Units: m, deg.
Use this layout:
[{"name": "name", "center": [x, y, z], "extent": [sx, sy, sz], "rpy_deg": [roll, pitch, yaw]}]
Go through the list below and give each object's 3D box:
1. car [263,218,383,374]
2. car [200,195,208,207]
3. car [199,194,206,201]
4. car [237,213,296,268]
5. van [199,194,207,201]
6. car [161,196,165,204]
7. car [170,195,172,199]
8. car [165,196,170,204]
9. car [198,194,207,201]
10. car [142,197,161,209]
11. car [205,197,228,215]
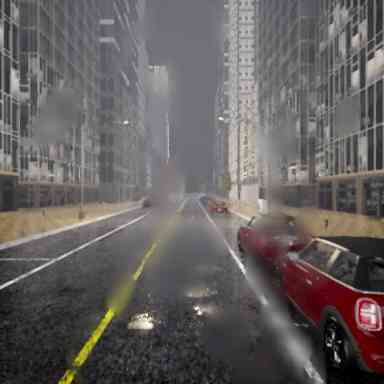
[{"name": "car", "center": [2.690, 1.442, 5.625], "extent": [1.967, 1.590, 4.097], "rpy_deg": [0, 0, 0]}, {"name": "car", "center": [2.681, 1.561, 51.164], "extent": [1.947, 1.339, 4.313], "rpy_deg": [0, 0, 0]}, {"name": "car", "center": [2.679, 1.550, 62.548], "extent": [1.947, 1.339, 4.313], "rpy_deg": [0, 0, 0]}, {"name": "car", "center": [2.689, 1.444, 11.317], "extent": [1.967, 1.590, 4.097], "rpy_deg": [0, 0, 0]}, {"name": "van", "center": [2.676, 1.305, 79.626], "extent": [1.690, 1.788, 3.998], "rpy_deg": [0, 0, 0]}, {"name": "car", "center": [-5.699, 1.577, 51.170], "extent": [1.802, 1.307, 4.206], "rpy_deg": [0, 0, 0]}, {"name": "car", "center": [-5.703, 1.545, 68.247], "extent": [1.947, 1.339, 4.313], "rpy_deg": [0, 0, 0]}, {"name": "car", "center": [-5.701, 1.529, 62.555], "extent": [1.887, 1.381, 4.507], "rpy_deg": [0, 0, 0]}, {"name": "car", "center": [2.675, 1.396, 85.317], "extent": [1.967, 1.590, 4.097], "rpy_deg": [0, 0, 0]}, {"name": "car", "center": [-5.698, 1.544, 45.476], "extent": [1.887, 1.381, 4.507], "rpy_deg": [0, 0, 0]}, {"name": "car", "center": [2.685, 1.550, 34.087], "extent": [1.887, 1.381, 4.507], "rpy_deg": [0, 0, 0]}]
